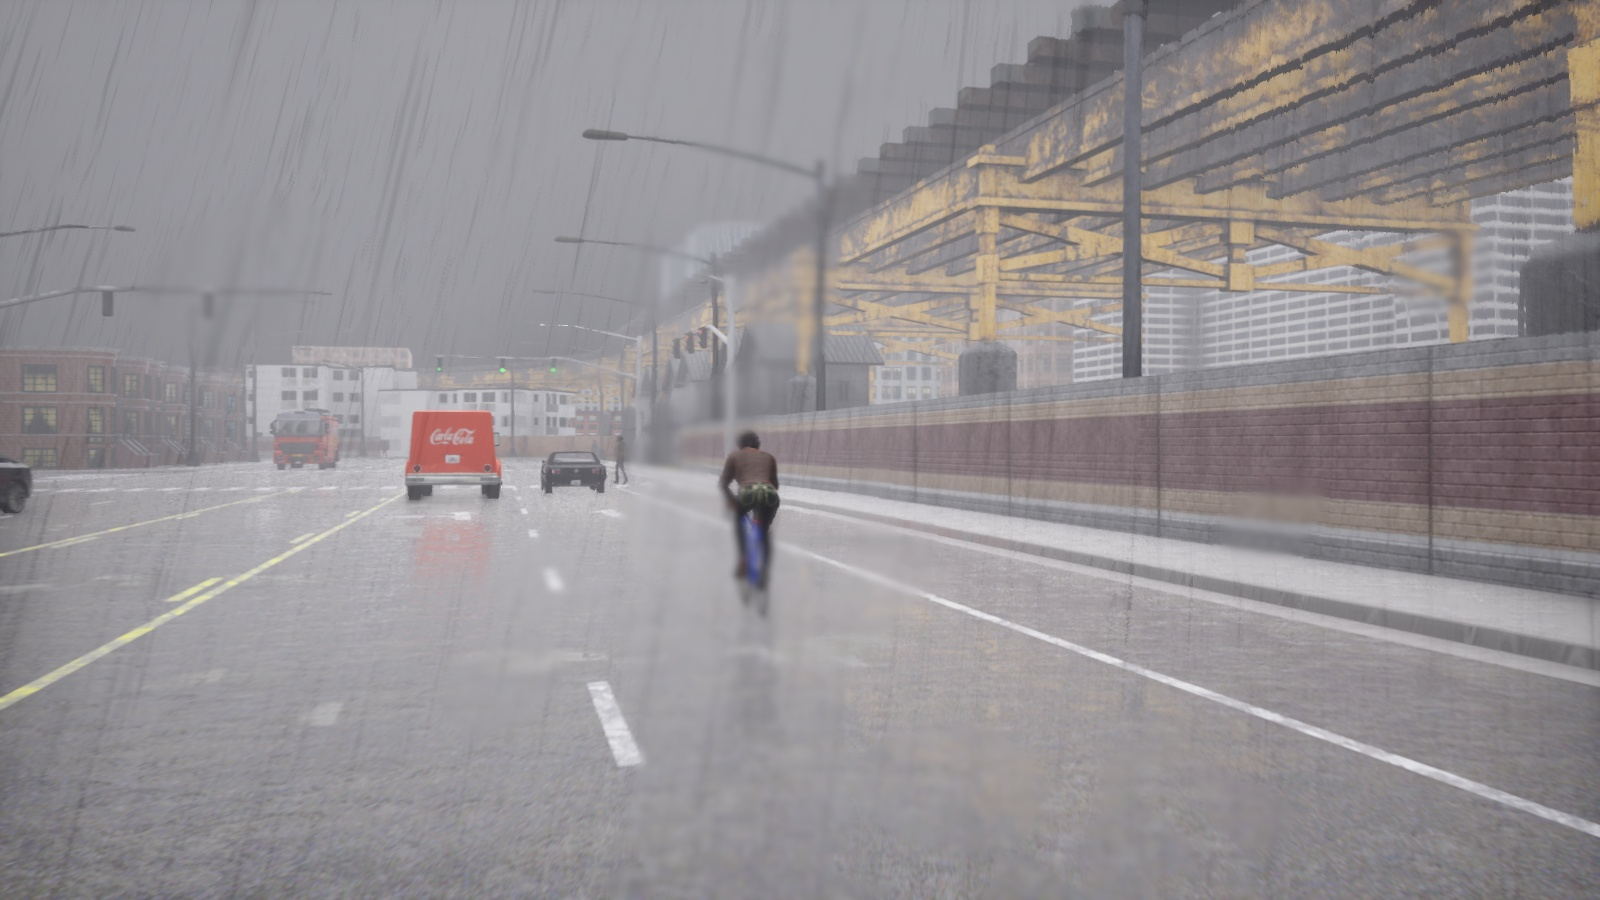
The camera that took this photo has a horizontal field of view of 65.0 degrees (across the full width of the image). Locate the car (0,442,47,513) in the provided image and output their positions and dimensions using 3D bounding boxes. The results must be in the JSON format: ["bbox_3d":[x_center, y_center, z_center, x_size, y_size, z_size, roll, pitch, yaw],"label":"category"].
[{"bbox_3d":[-17.949,0.584,25.844,2.128,1.511,4.902,0,0,-3],"label":"car"}]

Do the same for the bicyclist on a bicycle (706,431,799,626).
[{"bbox_3d":[-0.456,0.654,11.343,0.582,1.620,1.656,0,0,-11],"label":"bicyclist on a bicycle"}]

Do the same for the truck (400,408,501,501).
[{"bbox_3d":[-9.989,0.107,36.273,2.627,2.467,5.204,0,0,-14],"label":"truck"}]

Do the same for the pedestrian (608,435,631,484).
[{"bbox_3d":[-6.649,0.343,46.198,0.869,1.805,0.328,0,0,38],"label":"pedestrian"}]

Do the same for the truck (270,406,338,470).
[{"bbox_3d":[-31.301,-0.762,79.589,2.891,3.827,8.468,0,0,-14],"label":"truck"}]

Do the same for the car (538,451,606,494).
[{"bbox_3d":[-7.383,0.681,40.375,1.895,1.301,4.718,0,0,-14],"label":"car"}]
